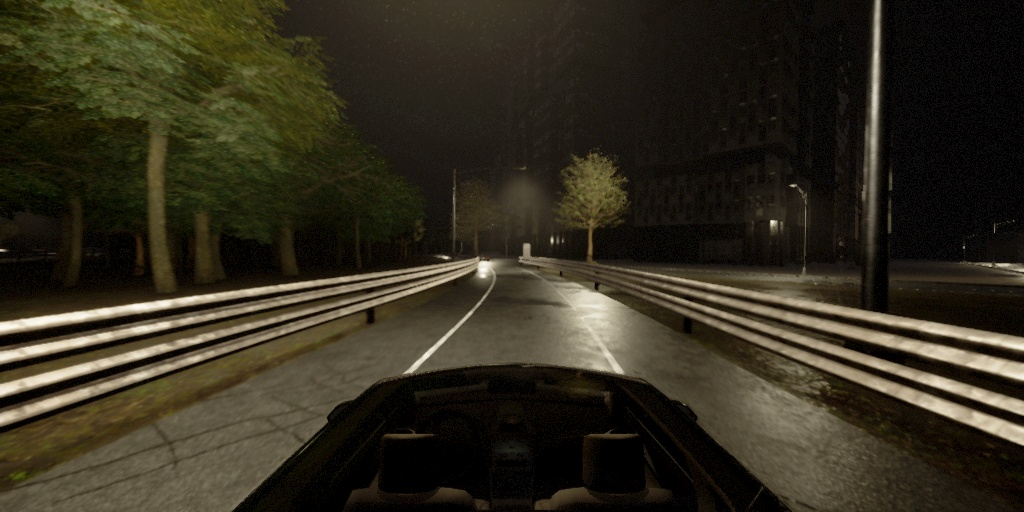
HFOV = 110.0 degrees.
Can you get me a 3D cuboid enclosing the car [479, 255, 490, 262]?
[{"bbox_3d":[-5.319,0.380,64.045,1.895,1.301,4.718,0,1,-17],"label":"car"}]
